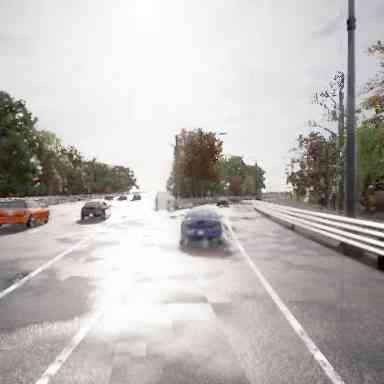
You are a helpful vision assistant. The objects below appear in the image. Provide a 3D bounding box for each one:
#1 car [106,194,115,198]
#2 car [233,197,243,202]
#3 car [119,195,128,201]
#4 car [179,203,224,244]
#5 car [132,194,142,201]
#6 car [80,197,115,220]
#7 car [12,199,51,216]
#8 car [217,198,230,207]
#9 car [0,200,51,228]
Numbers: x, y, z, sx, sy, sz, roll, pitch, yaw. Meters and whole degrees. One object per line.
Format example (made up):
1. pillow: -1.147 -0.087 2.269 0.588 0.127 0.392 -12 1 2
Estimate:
1. car: -20.765 1.357 84.425 2.128 1.511 4.902 0 0 -6
2. car: 12.043 1.967 87.043 2.033 1.411 5.357 0 0 17
3. car: -17.081 1.411 82.802 1.994 1.385 4.181 0 0 -6
4. car: 0.482 1.505 16.002 1.882 1.535 5.008 1 0 3
5. car: -13.489 1.238 82.079 2.097 1.767 4.553 0 0 -6
6. car: -7.798 1.444 27.279 1.837 1.490 4.892 0 0 -6
7. car: -15.315 1.451 31.975 1.994 1.385 4.181 0 0 -6
8. car: 5.538 1.779 58.896 1.837 1.490 4.892 0 0 11
9. car: -10.710 1.273 21.330 2.097 1.767 4.553 0 0 -6
